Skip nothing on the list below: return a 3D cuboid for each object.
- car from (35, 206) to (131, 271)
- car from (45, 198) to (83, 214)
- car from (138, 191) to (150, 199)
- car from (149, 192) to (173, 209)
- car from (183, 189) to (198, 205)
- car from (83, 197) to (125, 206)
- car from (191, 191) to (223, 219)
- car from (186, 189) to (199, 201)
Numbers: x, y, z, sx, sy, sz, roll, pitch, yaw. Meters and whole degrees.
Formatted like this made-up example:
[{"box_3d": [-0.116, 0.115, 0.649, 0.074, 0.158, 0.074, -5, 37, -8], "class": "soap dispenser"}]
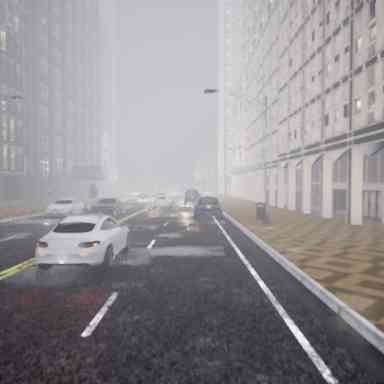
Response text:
[{"box_3d": [-3.142, 1.395, 10.331, 1.812, 1.442, 4.674, 0, 1, 0], "class": "car"}, {"box_3d": [-9.825, 1.194, 26.132, 1.812, 1.442, 4.674, 0, 1, 0], "class": "car"}, {"box_3d": [-9.712, 0.644, 67.766, 2.128, 1.511, 4.902, 0, 1, 0], "class": "car"}, {"box_3d": [-3.128, 1.068, 35.880, 1.812, 1.442, 4.674, 0, 1, 0], "class": "car"}, {"box_3d": [0.032, 0.656, 44.237, 2.150, 2.045, 5.566, 0, 1, 0], "class": "car"}, {"box_3d": [-6.575, 1.147, 26.065, 1.882, 1.535, 5.008, 0, 1, 0], "class": "car"}, {"box_3d": [1.152, 1.032, 25.117, 2.097, 1.767, 4.553, 0, 1, 0], "class": "car"}, {"box_3d": [0.035, 0.474, 58.753, 2.150, 2.045, 5.566, 0, 1, 0], "class": "car"}]
